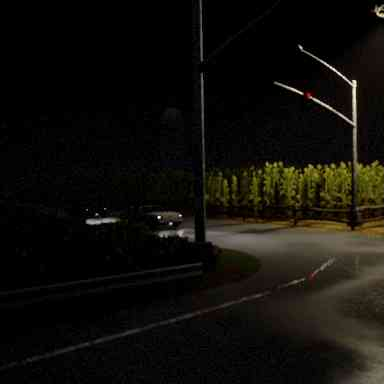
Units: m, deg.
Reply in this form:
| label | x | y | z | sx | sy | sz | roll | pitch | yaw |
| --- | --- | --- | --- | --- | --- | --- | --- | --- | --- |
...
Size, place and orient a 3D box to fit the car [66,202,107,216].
| label | x | y | z | sx | sy | sz | roll | pitch | yaw |
| --- | --- | --- | --- | --- | --- | --- | --- | --- | --- |
| car | -8.868 | 1.468 | 27.804 | 1.895 | 1.301 | 4.718 | -2 | 1 | -40 |

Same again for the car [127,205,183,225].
| label | x | y | z | sx | sy | sz | roll | pitch | yaw |
| --- | --- | --- | --- | --- | --- | --- | --- | --- | --- |
| car | -2.592 | 1.456 | 20.230 | 1.895 | 1.301 | 4.718 | -2 | 1 | -40 |
